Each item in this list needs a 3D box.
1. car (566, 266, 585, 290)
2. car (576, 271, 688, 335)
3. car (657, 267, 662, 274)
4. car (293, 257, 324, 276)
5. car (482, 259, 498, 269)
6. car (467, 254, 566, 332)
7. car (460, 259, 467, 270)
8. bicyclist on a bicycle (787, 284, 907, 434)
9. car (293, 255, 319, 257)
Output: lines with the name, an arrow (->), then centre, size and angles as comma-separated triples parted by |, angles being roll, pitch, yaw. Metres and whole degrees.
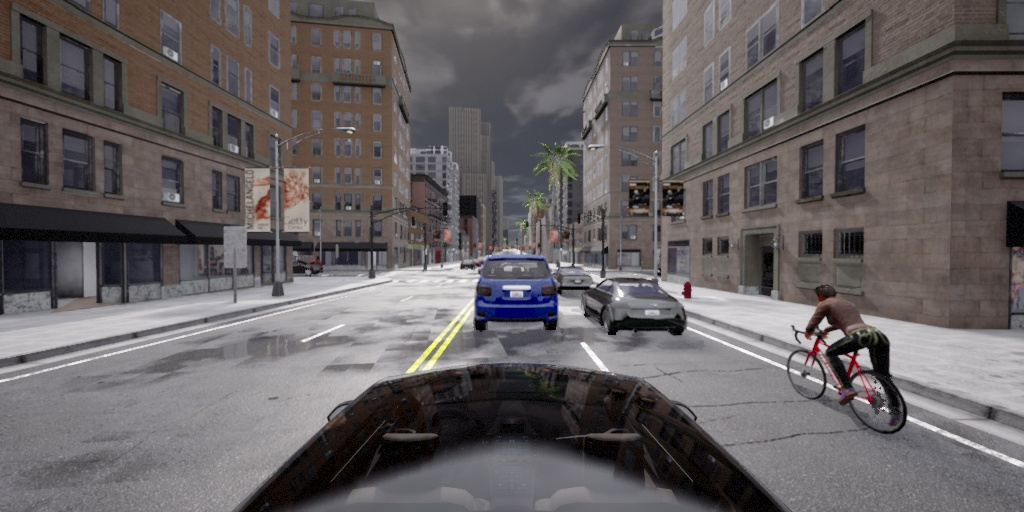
car -> 3.247, 1.289, 20.170 | 2.033, 1.411, 5.357 | 0, 0, 0
car -> 3.330, 1.310, 10.521 | 1.994, 1.385, 4.181 | 0, 0, 0
car -> 16.193, 1.501, 34.480 | 4.313, 1.339, 1.948 | 0, 0, 0
car -> -20.884, 1.113, 34.572 | 4.892, 1.490, 1.837 | 1, 1, -9
car -> -3.369, 1.274, 55.545 | 2.033, 1.411, 5.357 | 0, 0, 0
car -> 0.097, 0.968, 11.027 | 2.150, 2.045, 5.566 | 0, 0, 0
car -> -6.616, 1.205, 53.993 | 1.882, 1.535, 5.008 | 0, 0, 0
bicyclist on a bicycle -> 4.142, 1.201, 4.581 | 0.582, 1.620, 1.656 | 0, 0, 0
car -> -23.912, 0.823, 39.957 | 5.009, 1.841, 2.192 | 0, 0, -9
